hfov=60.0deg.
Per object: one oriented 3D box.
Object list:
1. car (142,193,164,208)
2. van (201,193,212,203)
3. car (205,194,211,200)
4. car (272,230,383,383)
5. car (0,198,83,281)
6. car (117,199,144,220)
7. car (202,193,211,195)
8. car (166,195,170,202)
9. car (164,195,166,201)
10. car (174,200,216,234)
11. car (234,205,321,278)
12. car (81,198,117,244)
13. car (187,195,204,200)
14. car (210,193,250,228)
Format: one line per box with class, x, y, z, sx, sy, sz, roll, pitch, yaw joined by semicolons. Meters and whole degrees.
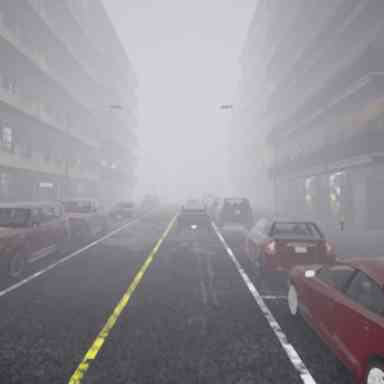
car;-5.299;1.091;43.101;2.192;1.841;5.009;1;0;0
van;2.544;1.062;59.641;1.690;1.788;3.998;1;0;0
car;2.546;1.264;31.985;1.967;1.590;4.097;1;0;0
car;2.582;1.518;4.329;1.887;1.381;4.507;1;0;0
car;-5.293;1.255;9.919;2.192;1.841;5.009;1;0;0
car;-5.302;1.415;26.512;1.947;1.339;4.313;1;0;0
car;2.546;1.052;54.109;2.192;1.841;5.009;1;0;0
car;-5.308;1.287;65.227;1.802;1.307;4.206;1;0;0
car;-5.305;1.300;48.633;1.887;1.381;4.507;1;0;0
car;0.097;1.397;18.372;1.837;1.490;4.892;0;0;0
car;2.592;1.381;9.860;1.967;1.590;4.097;1;0;0
car;-5.294;1.223;15.448;2.192;1.841;5.009;1;0;0
car;0.097;1.329;36.383;1.812;1.442;4.674;0;0;0
car;2.551;1.193;20.921;2.192;1.841;5.009;1;0;0
